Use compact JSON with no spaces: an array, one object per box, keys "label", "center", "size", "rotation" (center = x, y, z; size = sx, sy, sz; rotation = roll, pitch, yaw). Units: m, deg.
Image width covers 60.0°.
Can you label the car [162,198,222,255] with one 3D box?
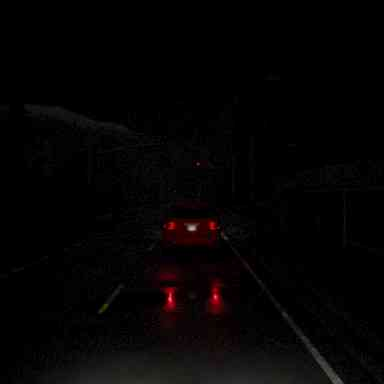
[{"label":"car","center":[0.002,1.349,14.014],"size":[2.150,2.045,5.566],"rotation":[0,0,0]}]

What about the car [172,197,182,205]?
[{"label":"car","center":[-3.494,2.080,77.443],"size":[2.097,1.767,4.553],"rotation":[0,-1,0]}]

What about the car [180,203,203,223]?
[{"label":"car","center":[0.050,1.801,29.359],"size":[1.812,1.442,4.674],"rotation":[0,0,2]}]
